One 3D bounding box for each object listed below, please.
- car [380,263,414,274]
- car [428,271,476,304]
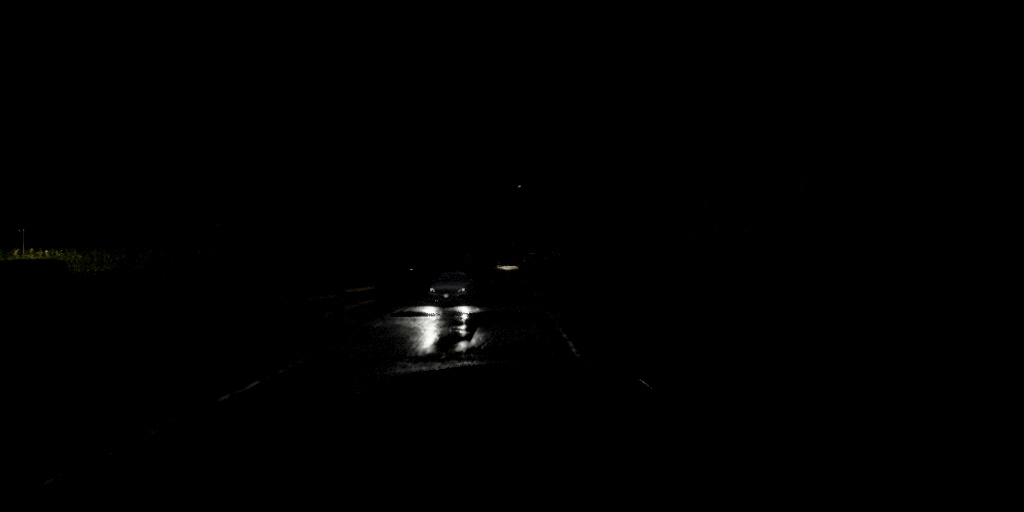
[{"bbox_3d":[-16.975,1.841,53.026,4.892,1.490,1.837,1,0,-1],"label":"car"},{"bbox_3d":[-2.849,1.472,17.790,1.812,1.442,4.674,0,-1,0],"label":"car"}]
